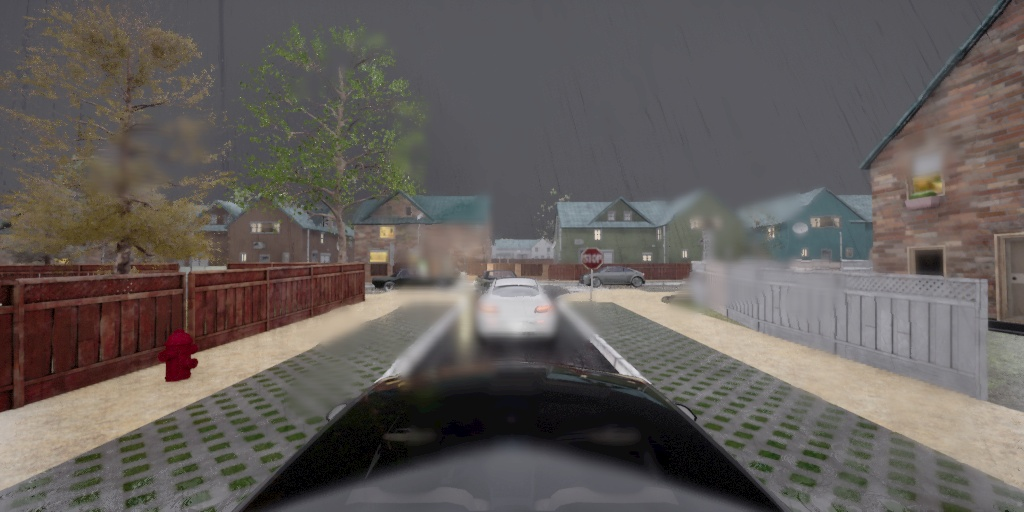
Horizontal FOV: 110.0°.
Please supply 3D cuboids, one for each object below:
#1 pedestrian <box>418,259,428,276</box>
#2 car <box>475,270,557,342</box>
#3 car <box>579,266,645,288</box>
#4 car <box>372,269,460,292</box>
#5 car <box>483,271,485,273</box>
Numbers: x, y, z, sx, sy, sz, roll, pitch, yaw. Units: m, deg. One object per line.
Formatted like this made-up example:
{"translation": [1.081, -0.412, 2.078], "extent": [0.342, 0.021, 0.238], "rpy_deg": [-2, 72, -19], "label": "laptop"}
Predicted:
{"translation": [-6.687, 1.118, 26.762], "extent": [0.375, 1.860, 0.375], "rpy_deg": [0, -1, 1], "label": "pedestrian"}
{"translation": [0.107, 1.279, 9.670], "extent": [1.812, 1.442, 4.674], "rpy_deg": [0, 0, 0], "label": "car"}
{"translation": [6.551, 1.344, 23.660], "extent": [4.181, 1.385, 1.994], "rpy_deg": [0, -1, 1], "label": "car"}
{"translation": [-5.471, 1.416, 20.876], "extent": [4.718, 1.301, 1.895], "rpy_deg": [-1, -1, 1], "label": "car"}
{"translation": [-0.747, 1.366, 18.489], "extent": [1.895, 1.301, 4.718], "rpy_deg": [0, -1, -12], "label": "car"}
